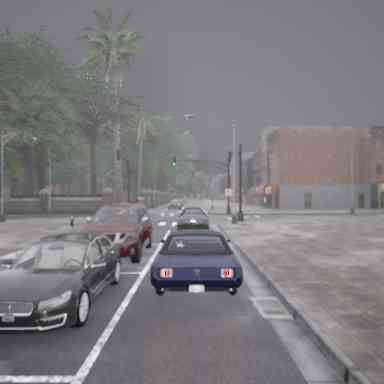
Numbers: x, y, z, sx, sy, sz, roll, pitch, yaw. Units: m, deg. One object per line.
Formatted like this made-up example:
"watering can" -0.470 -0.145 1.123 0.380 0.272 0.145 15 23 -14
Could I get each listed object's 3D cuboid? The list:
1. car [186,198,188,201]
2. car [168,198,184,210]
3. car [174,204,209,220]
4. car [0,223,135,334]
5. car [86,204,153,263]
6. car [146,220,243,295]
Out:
"car" -2.655 2.299 79.014 2.008 1.369 4.403 0 -1 0
"car" -2.649 1.859 50.574 1.967 1.590 4.097 0 -1 0
"car" 0.044 1.717 21.872 1.994 1.385 4.181 0 0 -1
"car" -2.639 1.596 6.962 2.008 1.369 4.403 0 0 0
"car" -2.641 1.397 12.427 2.192 1.841 5.009 0 0 0
"car" 0.098 1.658 8.858 1.895 1.301 4.718 0 0 0
